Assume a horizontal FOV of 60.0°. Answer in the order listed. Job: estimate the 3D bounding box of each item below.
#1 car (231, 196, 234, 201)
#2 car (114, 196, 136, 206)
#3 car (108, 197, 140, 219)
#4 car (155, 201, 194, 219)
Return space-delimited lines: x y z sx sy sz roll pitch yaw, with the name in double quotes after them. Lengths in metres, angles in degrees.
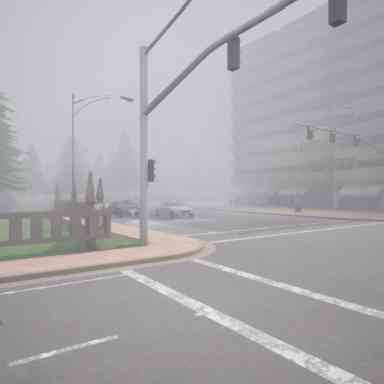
11.470 1.459 81.129 4.674 1.442 1.812 0 0 -35 "car"
-11.319 1.492 56.271 2.033 1.411 5.357 0 0 7 "car"
-5.925 1.436 28.967 2.128 1.511 4.902 0 0 -29 "car"
-1.629 1.470 28.451 1.812 1.442 4.674 0 0 -31 "car"
